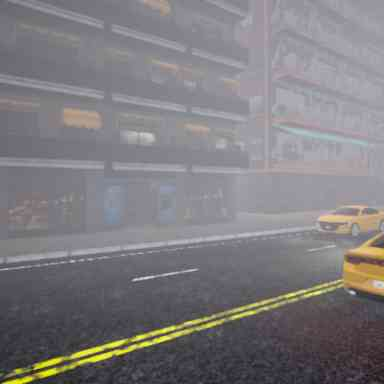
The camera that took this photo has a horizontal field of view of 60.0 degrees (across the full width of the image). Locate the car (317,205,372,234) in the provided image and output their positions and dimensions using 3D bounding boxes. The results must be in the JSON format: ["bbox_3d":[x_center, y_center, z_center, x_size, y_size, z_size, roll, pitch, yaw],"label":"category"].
[{"bbox_3d":[8.837,1.492,18.220,5.008,1.535,1.882,0,0,-37],"label":"car"}]

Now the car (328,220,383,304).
[{"bbox_3d":[5.314,1.484,7.289,5.008,1.535,1.882,0,0,-36],"label":"car"}]

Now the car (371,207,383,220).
[{"bbox_3d":[10.823,1.505,15.648,4.902,1.511,2.128,0,0,-37],"label":"car"}]
